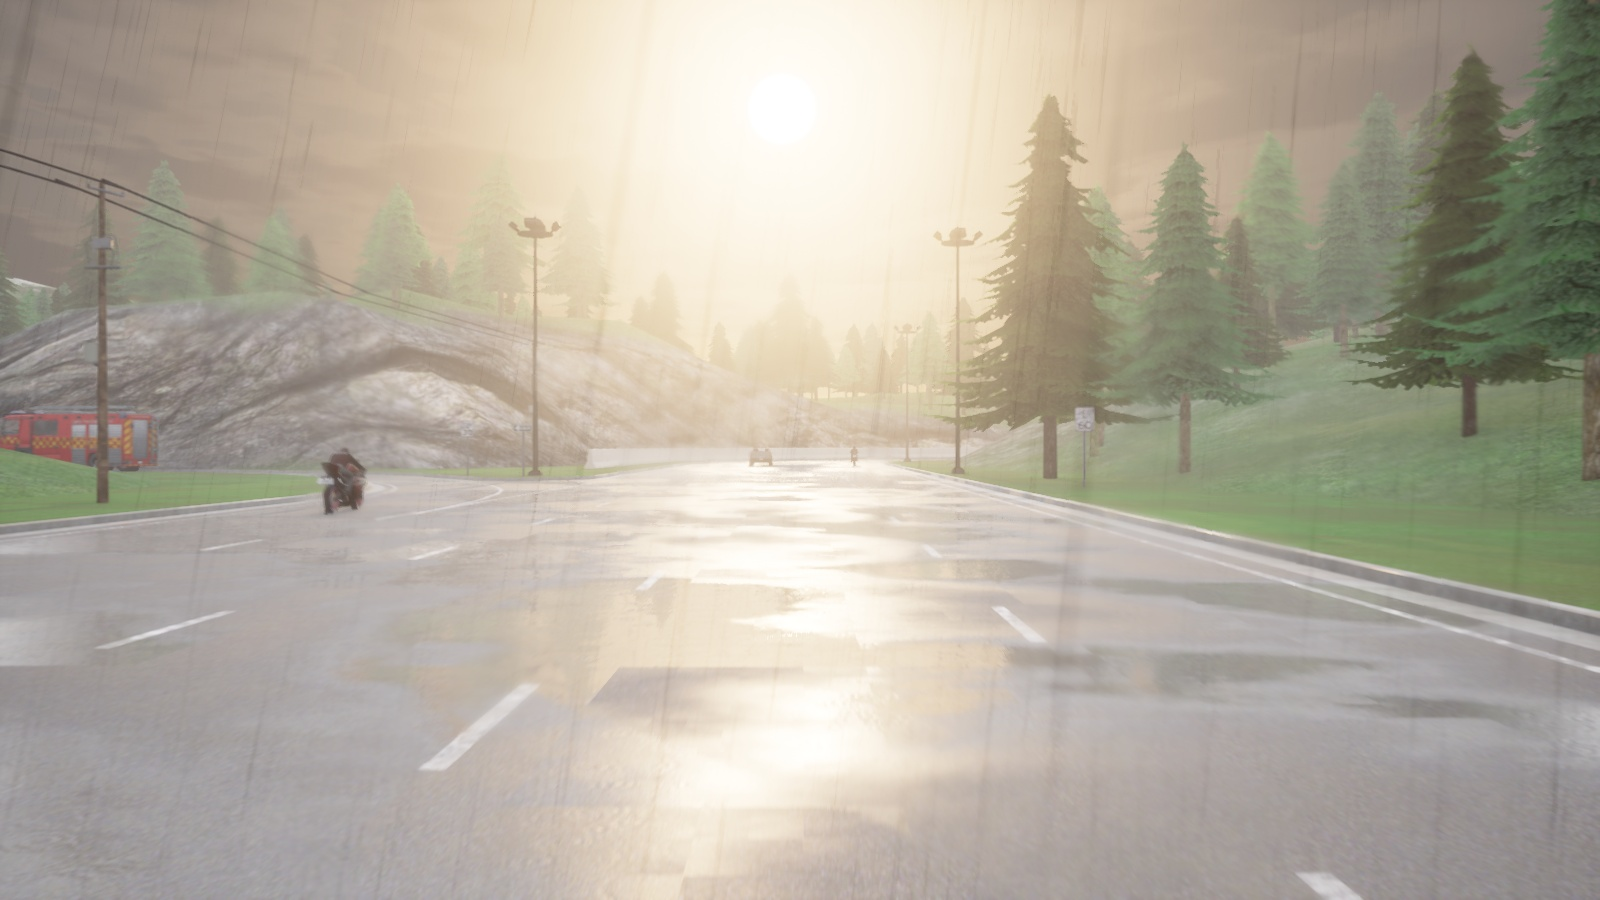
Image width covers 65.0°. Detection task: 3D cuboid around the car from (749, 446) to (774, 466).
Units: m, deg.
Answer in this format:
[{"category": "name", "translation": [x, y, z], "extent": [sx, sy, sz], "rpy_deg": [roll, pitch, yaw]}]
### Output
[{"category": "car", "translation": [-2.931, 0.468, 96.462], "extent": [1.845, 1.501, 3.633], "rpy_deg": [0, 0, 0]}]

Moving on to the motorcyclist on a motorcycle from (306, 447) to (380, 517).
[{"category": "motorcyclist on a motorcycle", "translation": [-10.322, 0.688, 28.462], "extent": [0.866, 1.530, 2.191], "rpy_deg": [0, 0, 0]}]

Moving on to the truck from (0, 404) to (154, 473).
[{"category": "truck", "translation": [-41.854, -0.669, 72.159], "extent": [8.468, 3.827, 2.891], "rpy_deg": [0, 0, 11]}]
